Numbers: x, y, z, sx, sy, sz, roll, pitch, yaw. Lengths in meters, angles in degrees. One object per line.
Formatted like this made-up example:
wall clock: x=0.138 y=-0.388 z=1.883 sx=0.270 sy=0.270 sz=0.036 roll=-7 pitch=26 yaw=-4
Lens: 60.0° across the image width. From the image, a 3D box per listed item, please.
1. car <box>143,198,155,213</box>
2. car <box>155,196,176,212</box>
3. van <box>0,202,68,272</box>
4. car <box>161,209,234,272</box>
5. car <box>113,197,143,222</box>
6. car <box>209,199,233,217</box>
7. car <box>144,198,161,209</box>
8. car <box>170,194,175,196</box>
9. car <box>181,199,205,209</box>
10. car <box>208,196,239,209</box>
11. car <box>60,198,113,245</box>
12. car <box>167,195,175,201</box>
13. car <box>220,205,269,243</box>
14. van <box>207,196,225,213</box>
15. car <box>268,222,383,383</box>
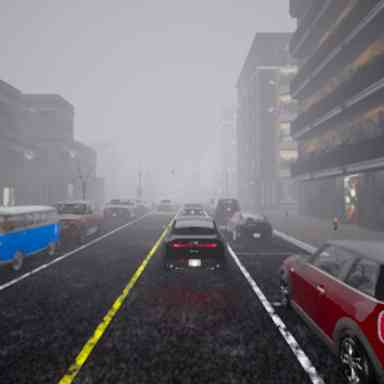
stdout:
car: x=-5.681 y=1.494 z=37.643 sx=1.967 sy=1.590 sz=4.097 roll=1 pitch=0 yaw=0
car: x=-3.101 y=1.561 z=39.540 sx=1.837 sy=1.490 sz=4.892 roll=0 pitch=0 yaw=0
van: x=-5.674 y=1.357 z=10.607 sx=1.690 sy=1.788 sz=3.998 roll=1 pitch=0 yaw=0
car: x=0.070 y=1.522 z=10.783 sx=1.837 sy=1.490 sz=4.892 roll=0 pitch=0 yaw=0
car: x=-5.676 y=1.354 z=26.828 sx=2.192 sy=1.841 sz=5.009 roll=1 pitch=0 yaw=0
car: x=2.700 y=1.486 z=32.229 sx=1.967 sy=1.590 sz=4.097 roll=1 pitch=0 yaw=0
car: x=-5.686 y=1.619 z=48.456 sx=2.008 sy=1.369 sz=4.403 roll=1 pitch=0 yaw=0
car: x=-5.769 y=1.663 z=86.412 sx=1.887 sy=1.381 sz=4.507 roll=1 pitch=0 yaw=0
car: x=0.077 y=1.588 z=27.853 sx=2.033 sy=1.411 sz=5.357 roll=0 pitch=0 yaw=0
car: x=2.703 y=1.354 z=26.822 sx=2.192 sy=1.841 sz=5.009 roll=1 pitch=0 yaw=0
car: x=-5.674 y=1.339 z=16.014 sx=2.192 sy=1.841 sz=5.009 roll=1 pitch=0 yaw=0
car: x=-5.694 y=1.670 z=92.094 sx=1.887 sy=1.381 sz=4.507 roll=1 pitch=0 yaw=0
car: x=2.701 y=1.575 z=16.008 sx=2.008 sy=1.369 sz=4.403 roll=1 pitch=0 yaw=0
van: x=2.701 y=1.395 z=37.637 sx=1.690 sy=1.788 sz=3.998 roll=1 pitch=0 yaw=0
car: x=2.705 y=1.448 z=5.194 sx=1.967 sy=1.590 sz=4.097 roll=1 pitch=0 yaw=0
